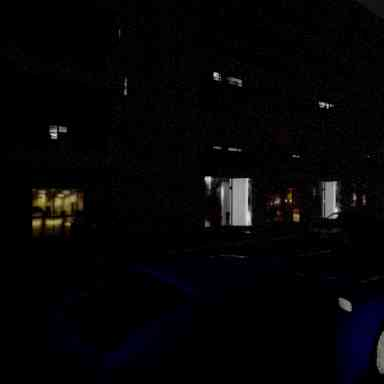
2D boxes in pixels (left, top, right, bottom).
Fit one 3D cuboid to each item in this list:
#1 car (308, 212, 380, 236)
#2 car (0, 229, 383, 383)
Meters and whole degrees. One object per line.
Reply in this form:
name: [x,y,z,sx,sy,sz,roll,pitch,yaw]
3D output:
car: [7.172,1.583,15.538,4.206,1.307,1.802,0,0,-35]
car: [0.491,1.477,3.784,5.008,1.535,1.882,0,0,-36]
